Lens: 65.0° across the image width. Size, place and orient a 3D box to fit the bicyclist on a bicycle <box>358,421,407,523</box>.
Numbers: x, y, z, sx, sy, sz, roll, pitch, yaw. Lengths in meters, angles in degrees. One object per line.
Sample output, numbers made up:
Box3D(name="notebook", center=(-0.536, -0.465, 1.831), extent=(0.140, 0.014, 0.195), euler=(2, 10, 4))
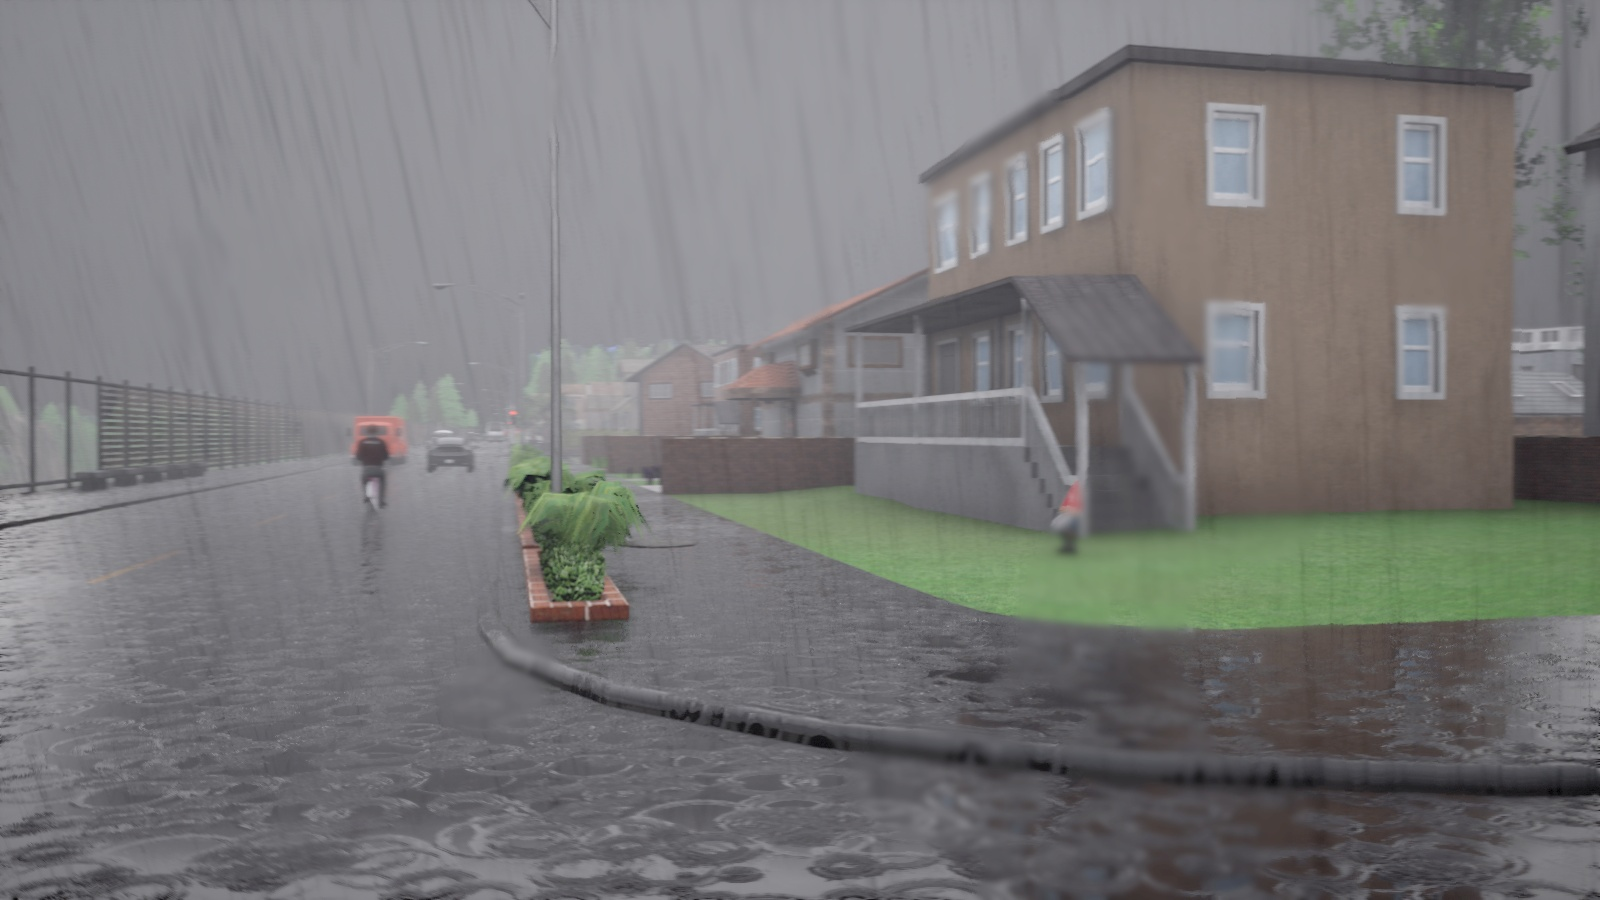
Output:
Box3D(name="bicyclist on a bicycle", center=(-7.586, 0.370, 22.861), extent=(0.659, 1.776, 1.843), euler=(0, 1, -13))

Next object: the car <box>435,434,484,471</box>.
Box3D(name="car", center=(-14.628, 0.072, 54.165), extent=(1.837, 1.490, 4.892), euler=(0, 1, -13))

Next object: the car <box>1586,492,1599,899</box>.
Box3D(name="car", center=(5.317, 0.855, 3.537), extent=(5.357, 1.411, 2.033), euler=(0, 1, -12))

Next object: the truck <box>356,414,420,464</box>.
Box3D(name="truck", center=(-20.950, -0.576, 64.038), extent=(2.627, 2.467, 5.204), euler=(0, 1, -13))
